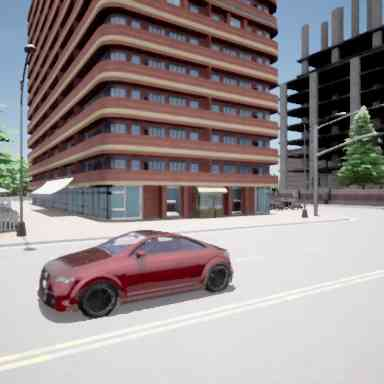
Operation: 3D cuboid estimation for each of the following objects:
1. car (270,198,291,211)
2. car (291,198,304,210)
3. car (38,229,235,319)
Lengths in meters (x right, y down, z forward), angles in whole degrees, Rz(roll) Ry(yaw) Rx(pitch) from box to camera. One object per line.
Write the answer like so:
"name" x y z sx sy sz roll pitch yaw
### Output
"car" 9.536 1.493 41.501 1.837 1.490 4.892 0 0 -32
"car" 12.504 1.479 43.358 2.128 1.511 4.902 0 0 -32
"car" -1.100 1.563 7.379 4.181 1.385 1.994 0 0 -32
